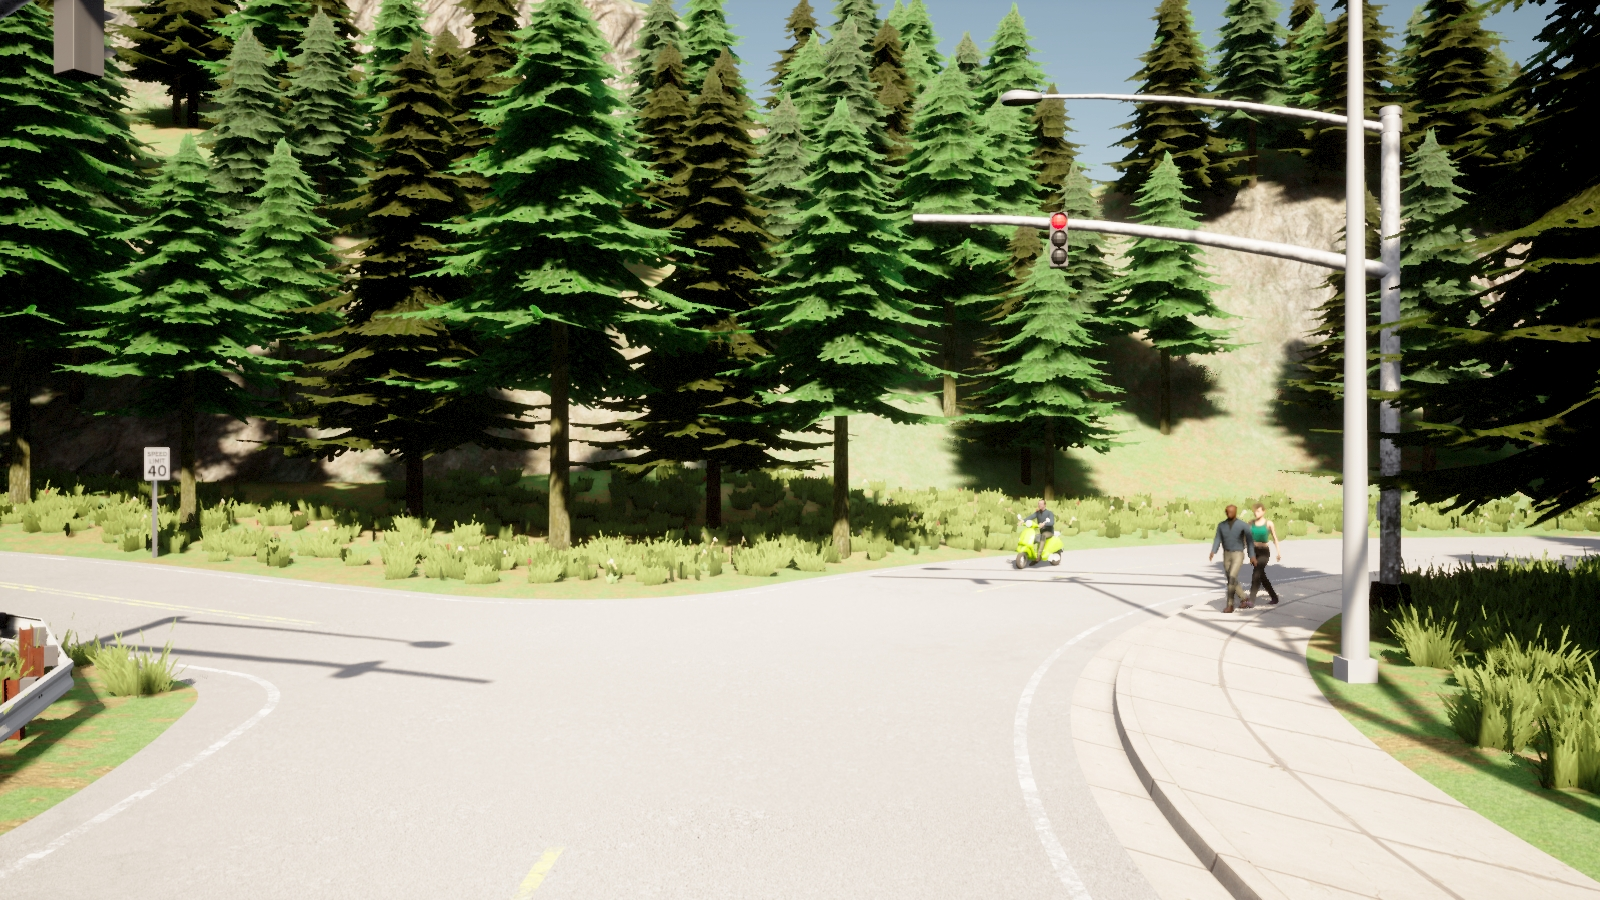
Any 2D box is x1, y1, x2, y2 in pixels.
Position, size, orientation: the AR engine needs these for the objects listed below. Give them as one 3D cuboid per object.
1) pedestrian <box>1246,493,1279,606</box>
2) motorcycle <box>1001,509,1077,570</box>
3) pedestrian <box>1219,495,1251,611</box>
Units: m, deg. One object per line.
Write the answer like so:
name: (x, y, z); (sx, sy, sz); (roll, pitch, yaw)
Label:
pedestrian: (7.800, 1.668, 19.264); (0.375, 1.860, 0.375); (0, 0, -38)
motorcycle: (5.702, 2.113, 27.217); (1.805, 1.316, 0.856); (0, 0, -41)
pedestrian: (7.100, 1.668, 18.646); (0.375, 1.860, 0.375); (0, 0, -43)
